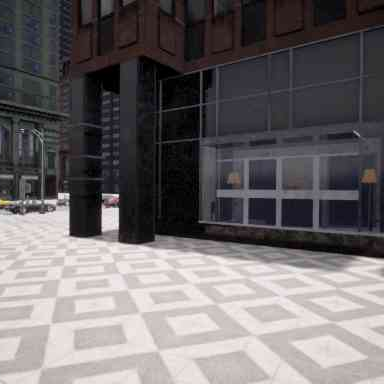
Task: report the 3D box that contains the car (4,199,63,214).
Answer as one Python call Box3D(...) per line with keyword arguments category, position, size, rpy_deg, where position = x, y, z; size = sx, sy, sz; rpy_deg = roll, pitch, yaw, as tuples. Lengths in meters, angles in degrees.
Box3D(category="car", position=(-14.961, 1.342, 31.198), size=(2.008, 1.369, 4.403), rpy_deg=(2, 2, 36))

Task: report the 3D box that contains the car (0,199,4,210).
Box3D(category="car", position=(-18.093, 1.419, 26.825), size=(1.947, 1.339, 4.313), rpy_deg=(2, 2, 36))

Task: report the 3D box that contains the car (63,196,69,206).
Box3D(category="car", position=(-15.935, 1.132, 44.478), size=(2.008, 1.369, 4.403), rpy_deg=(2, 2, 36))

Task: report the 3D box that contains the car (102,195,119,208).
Box3D(category="car", position=(-8.698, 1.244, 39.942), size=(1.802, 1.307, 4.206), rpy_deg=(2, 2, 36))

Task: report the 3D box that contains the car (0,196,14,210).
Box3D(category="car", position=(-22.092, 1.233, 35.880), size=(1.752, 1.417, 4.829), rpy_deg=(2, 2, 36))

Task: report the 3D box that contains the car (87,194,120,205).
Box3D(category="car", position=(-12.906, 1.082, 48.707), size=(1.947, 1.339, 4.313), rpy_deg=(2, 2, 36))
